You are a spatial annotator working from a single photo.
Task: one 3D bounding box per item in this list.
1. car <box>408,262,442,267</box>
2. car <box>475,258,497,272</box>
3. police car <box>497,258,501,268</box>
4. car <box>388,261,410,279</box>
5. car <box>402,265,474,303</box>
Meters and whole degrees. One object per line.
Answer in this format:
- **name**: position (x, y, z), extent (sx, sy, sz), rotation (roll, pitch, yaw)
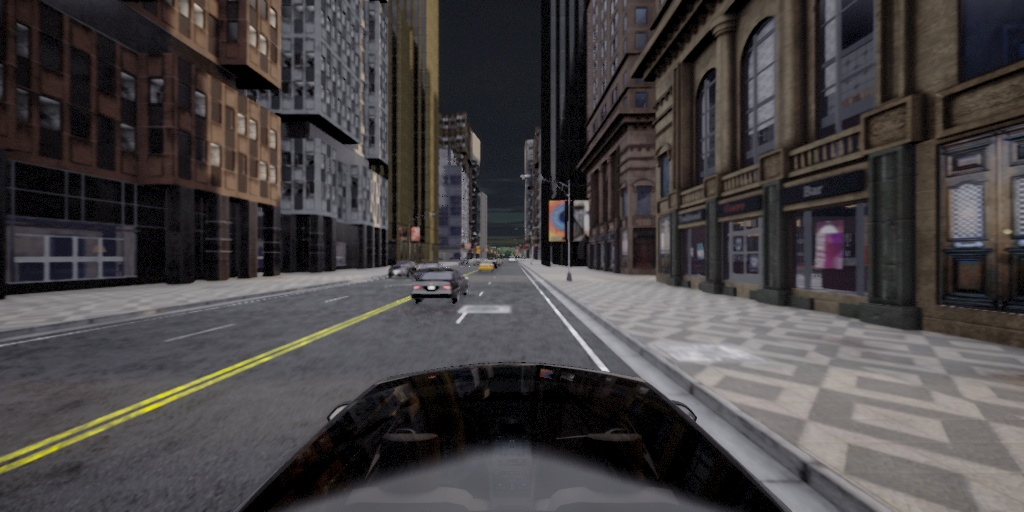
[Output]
- **car**: position (-6.604, 1.299, 29.605), extent (2.033, 1.411, 5.357), rotation (0, 0, 0)
- **car**: position (-3.259, 1.220, 45.948), extent (1.801, 1.575, 5.366), rotation (0, 0, 0)
- **police car**: position (-3.261, 1.198, 56.868), extent (1.930, 1.638, 5.238), rotation (0, 0, 0)
- **car**: position (-9.849, 1.246, 32.930), extent (2.128, 1.511, 4.902), rotation (0, 0, 0)
- **car**: position (-3.152, 1.297, 16.537), extent (2.033, 1.411, 5.357), rotation (0, 0, 0)
